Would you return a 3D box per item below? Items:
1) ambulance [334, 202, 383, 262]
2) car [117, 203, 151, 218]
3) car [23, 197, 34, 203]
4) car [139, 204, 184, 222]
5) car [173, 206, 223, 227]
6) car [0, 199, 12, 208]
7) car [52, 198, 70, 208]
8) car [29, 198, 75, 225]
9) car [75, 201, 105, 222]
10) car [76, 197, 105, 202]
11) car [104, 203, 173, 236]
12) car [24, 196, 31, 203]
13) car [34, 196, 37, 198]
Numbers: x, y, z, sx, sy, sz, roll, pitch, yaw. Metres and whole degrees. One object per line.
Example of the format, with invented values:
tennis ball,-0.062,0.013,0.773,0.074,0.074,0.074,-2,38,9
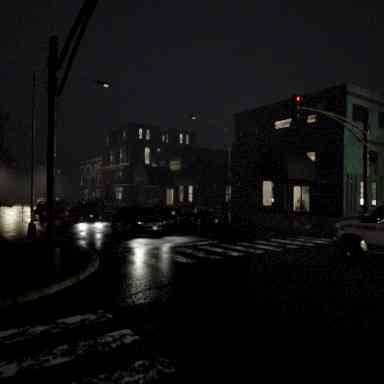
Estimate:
ambulance,7.265,1.030,9.240,2.351,2.431,6.366,0,0,-35
car,-5.837,1.783,33.096,1.802,1.307,4.206,1,-1,-35
car,-41.380,2.050,84.131,2.008,1.369,4.403,1,-1,-35
car,-2.714,1.741,28.593,1.947,1.339,4.313,1,-1,-35
car,0.409,1.700,24.088,2.008,1.369,4.403,1,-1,-35
car,-29.191,1.737,51.845,1.752,1.417,4.829,1,-1,-35
car,-22.402,1.777,56.761,1.967,1.590,4.097,1,-1,-35
car,-10.415,1.492,24.542,1.967,1.590,4.097,1,-1,-35
car,-8.805,1.661,26.992,1.994,1.385,4.181,1,-1,-35
car,-12.844,1.573,43.127,2.192,1.841,5.009,1,-1,-35
car,-3.156,1.577,18.890,1.812,1.442,4.674,1,-1,-33
car,-38.216,1.787,79.571,2.192,1.841,5.009,1,-1,-35
car,-31.988,1.944,70.585,1.752,1.417,4.829,1,-1,-35
